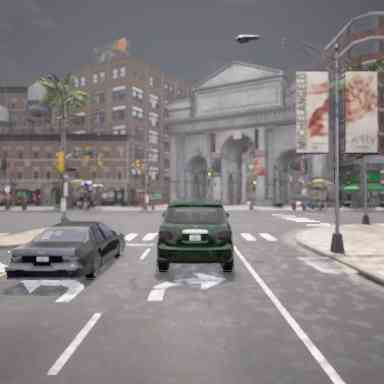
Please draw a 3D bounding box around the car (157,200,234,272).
[{"bbox_3d":[0.123,1.281,11.192,2.150,2.045,5.566,0,0,1],"label":"car"}]

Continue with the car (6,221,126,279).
[{"bbox_3d":[-3.415,1.601,10.127,2.033,1.411,5.357,0,0,0],"label":"car"}]
